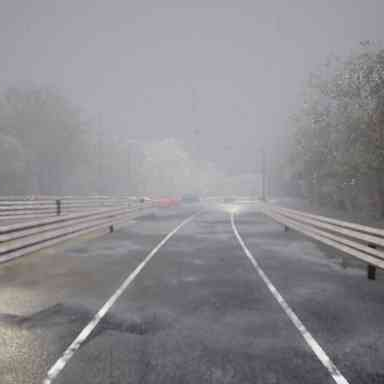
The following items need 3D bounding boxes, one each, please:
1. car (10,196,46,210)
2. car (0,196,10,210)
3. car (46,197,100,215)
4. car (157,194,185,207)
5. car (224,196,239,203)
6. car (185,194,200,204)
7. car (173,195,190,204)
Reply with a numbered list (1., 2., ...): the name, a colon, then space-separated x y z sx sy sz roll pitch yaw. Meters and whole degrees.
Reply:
1. car: -13.356 1.198 30.367 2.033 1.411 5.357 0 -1 21
2. car: -16.615 1.133 31.654 2.128 1.511 4.902 0 -1 21
3. car: -10.075 1.262 29.152 1.895 1.301 4.718 0 -1 21
4. car: -3.223 1.282 47.525 2.097 1.767 4.553 1 -1 20
5. car: 9.407 1.727 81.952 2.097 1.767 4.553 0 -1 20
6. car: -0.255 1.341 65.783 2.150 2.045 5.566 0 -1 20
7. car: -2.186 1.516 70.687 2.097 1.767 4.553 0 -1 20
